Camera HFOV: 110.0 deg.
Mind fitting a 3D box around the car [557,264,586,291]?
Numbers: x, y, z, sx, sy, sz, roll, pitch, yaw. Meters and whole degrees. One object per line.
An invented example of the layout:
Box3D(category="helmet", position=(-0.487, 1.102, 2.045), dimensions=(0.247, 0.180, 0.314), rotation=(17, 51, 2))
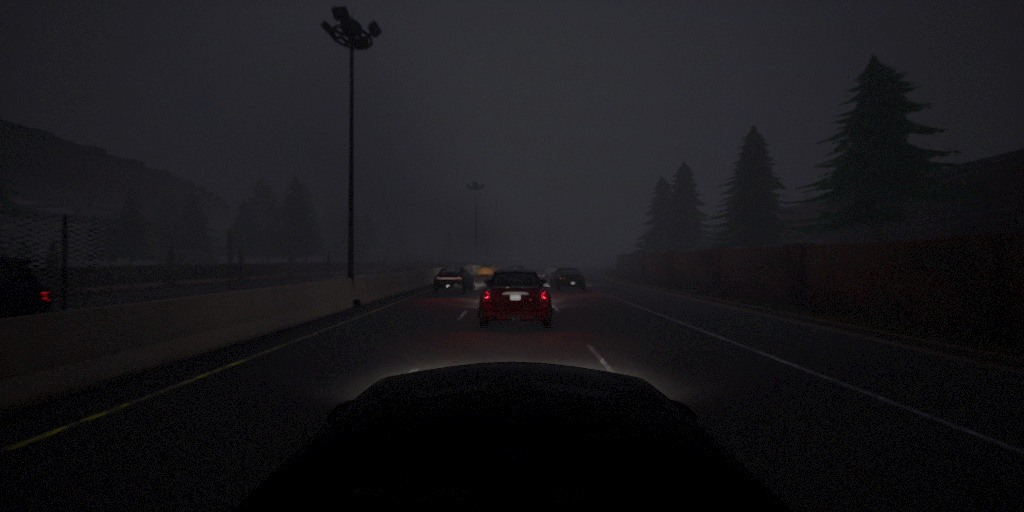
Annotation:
Box3D(category="car", position=(3.602, 1.453, 23.514), dimensions=(1.812, 1.442, 4.674), rotation=(0, 0, 0))

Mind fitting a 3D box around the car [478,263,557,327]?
Box3D(category="car", position=(0.102, 1.186, 12.007), dimensions=(2.097, 1.767, 4.553), rotation=(0, 0, 0))

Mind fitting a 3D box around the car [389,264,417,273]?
Box3D(category="car", position=(-15.053, 1.741, 49.635), dimensions=(1.895, 1.301, 4.718), rotation=(0, -1, 12))

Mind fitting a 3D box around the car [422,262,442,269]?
Box3D(category="car", position=(-11.061, 1.631, 51.262), dimensions=(1.882, 1.535, 5.008), rotation=(0, -1, 13))

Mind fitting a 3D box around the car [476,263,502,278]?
Box3D(category="car", position=(-2.428, 1.533, 39.277), dimensions=(1.882, 1.535, 5.008), rotation=(0, 0, 7))

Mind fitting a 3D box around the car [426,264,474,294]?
Box3D(category="car", position=(-3.388, 1.401, 21.355), dimensions=(2.128, 1.511, 4.902), rotation=(0, 0, 0))

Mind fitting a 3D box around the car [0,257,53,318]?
Box3D(category="car", position=(-10.597, 0.999, 5.062), dimensions=(2.150, 2.045, 5.566), rotation=(0, 0, 0))

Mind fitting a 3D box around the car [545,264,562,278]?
Box3D(category="car", position=(4.653, 1.584, 39.597), dimensions=(1.812, 1.442, 4.674), rotation=(0, 0, 8))
